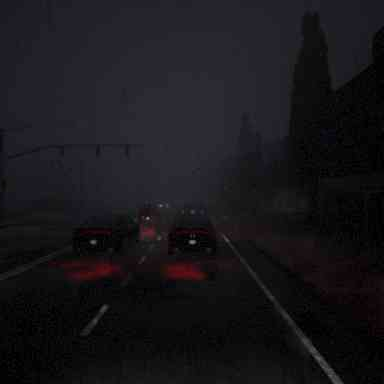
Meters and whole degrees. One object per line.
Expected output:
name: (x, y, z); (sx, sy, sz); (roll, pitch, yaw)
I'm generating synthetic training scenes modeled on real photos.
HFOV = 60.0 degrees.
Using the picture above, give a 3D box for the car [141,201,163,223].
car: (-3.666, 1.816, 28.495); (1.837, 1.490, 4.892); (0, 0, -5)

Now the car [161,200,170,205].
car: (-6.536, 2.465, 80.481); (1.895, 1.301, 4.718); (0, -1, 2)

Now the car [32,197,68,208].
car: (-24.916, 1.783, 58.270); (4.605, 1.855, 1.932); (0, -1, 0)

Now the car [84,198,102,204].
car: (-24.848, 2.300, 83.679); (3.806, 1.475, 1.970); (0, -1, 0)

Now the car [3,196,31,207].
car: (-42.383, 2.026, 80.794); (4.605, 1.855, 1.932); (0, -1, 0)

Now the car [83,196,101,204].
car: (-24.863, 2.029, 80.787); (3.866, 1.878, 1.905); (0, -1, 0)

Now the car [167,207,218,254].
car: (0.036, 1.632, 14.233); (1.882, 1.535, 5.008); (0, 0, 0)

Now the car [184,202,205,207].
car: (0.315, 1.659, 28.404); (2.097, 1.767, 4.553); (0, -1, 7)

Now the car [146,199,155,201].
car: (-10.034, 2.371, 80.607); (1.837, 1.490, 4.892); (0, -1, 2)

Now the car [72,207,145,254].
car: (-3.464, 1.633, 14.236); (1.882, 1.535, 5.008); (0, 0, 0)
